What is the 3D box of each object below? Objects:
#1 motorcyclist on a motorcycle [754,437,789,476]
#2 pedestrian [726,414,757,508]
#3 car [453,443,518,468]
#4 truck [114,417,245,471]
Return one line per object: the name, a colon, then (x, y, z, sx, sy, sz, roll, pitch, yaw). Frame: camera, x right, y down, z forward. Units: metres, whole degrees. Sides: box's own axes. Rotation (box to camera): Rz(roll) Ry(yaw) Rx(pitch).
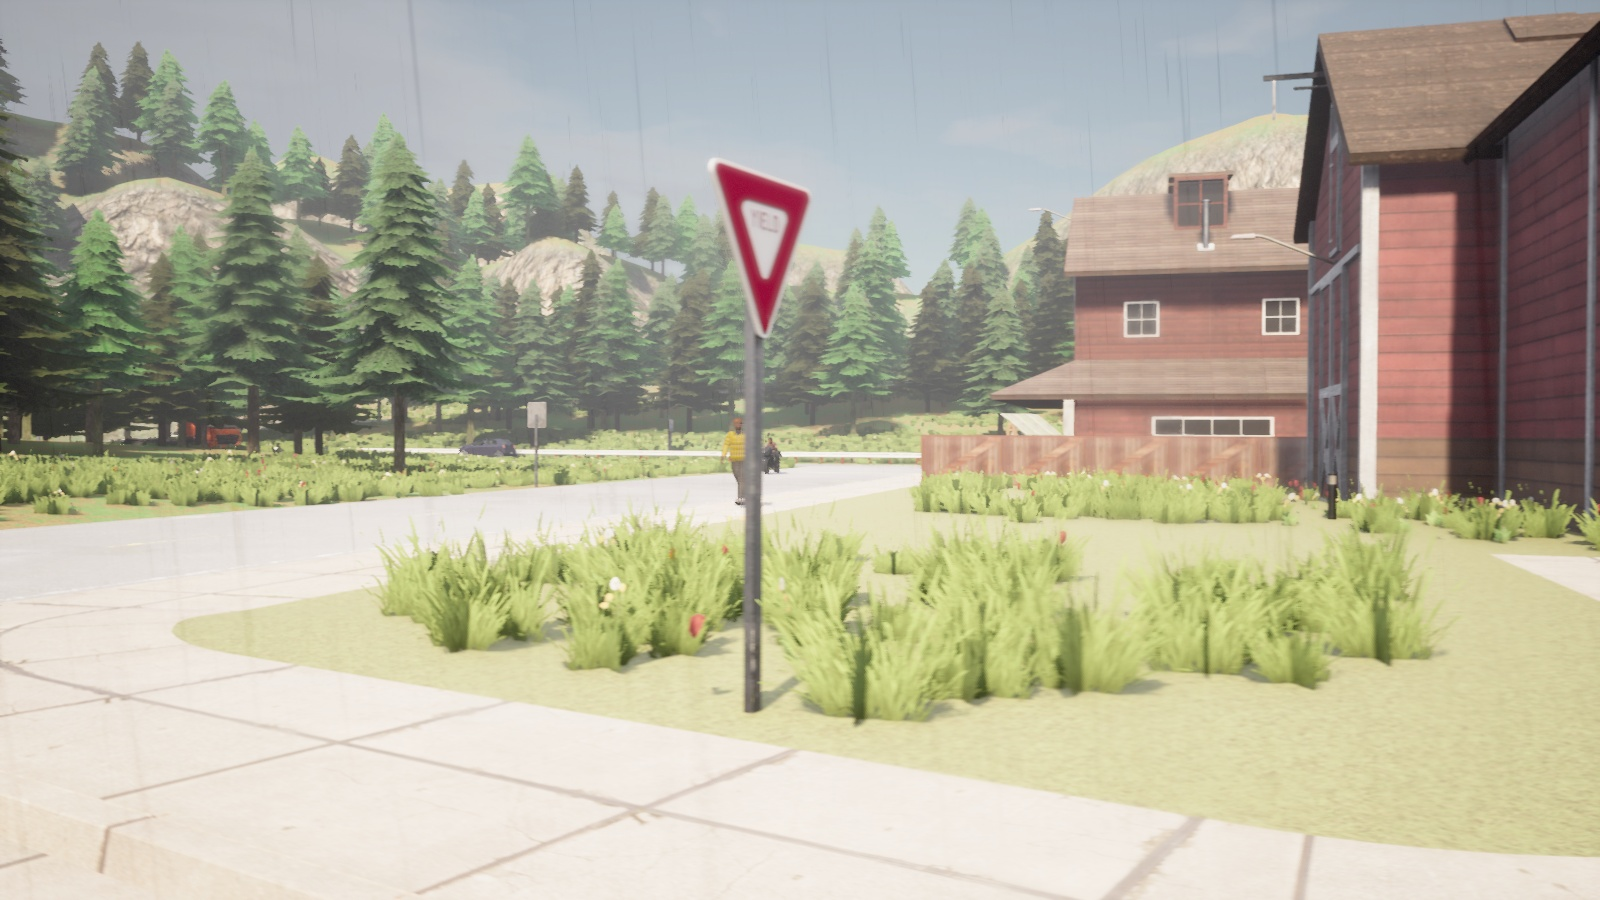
motorcyclist on a motorcycle: (-1.156, 0.258, 51.323, 0.797, 1.523, 2.044, -1, 1, 16)
pedestrian: (-1.154, 0.215, 24.774, 0.370, 1.835, 0.726, -1, 1, 16)
car: (-20.299, 0.360, 81.171, 3.633, 1.501, 1.845, -1, 1, 16)
truck: (-41.346, -0.385, 83.677, 7.936, 3.462, 2.891, -1, 1, 16)
